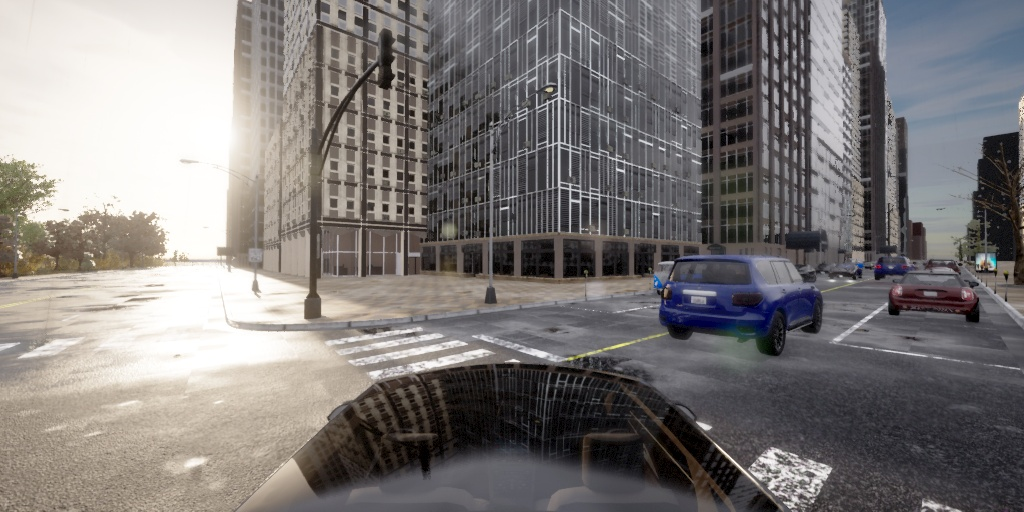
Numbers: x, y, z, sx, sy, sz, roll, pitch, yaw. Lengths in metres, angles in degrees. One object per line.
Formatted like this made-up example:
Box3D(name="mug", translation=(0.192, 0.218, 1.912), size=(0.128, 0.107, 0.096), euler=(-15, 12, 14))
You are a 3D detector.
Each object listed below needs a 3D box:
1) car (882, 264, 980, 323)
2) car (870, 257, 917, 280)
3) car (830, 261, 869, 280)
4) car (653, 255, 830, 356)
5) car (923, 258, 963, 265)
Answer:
Box3D(name="car", translation=(14.534, 1.211, 12.382), size=(4.097, 1.591, 1.967), euler=(0, 0, -39))
Box3D(name="car", translation=(33.514, 1.066, 31.369), size=(5.566, 2.045, 2.150), euler=(0, 0, -38))
Box3D(name="car", translation=(31.252, 1.413, 33.490), size=(5.357, 1.411, 2.033), euler=(0, -1, -39))
Box3D(name="car", translation=(5.867, 0.995, 8.963), size=(5.566, 2.045, 2.150), euler=(0, 0, -39))
Box3D(name="car", translation=(36.516, 1.144, 30.431), size=(5.009, 1.841, 2.192), euler=(0, 0, -39))
